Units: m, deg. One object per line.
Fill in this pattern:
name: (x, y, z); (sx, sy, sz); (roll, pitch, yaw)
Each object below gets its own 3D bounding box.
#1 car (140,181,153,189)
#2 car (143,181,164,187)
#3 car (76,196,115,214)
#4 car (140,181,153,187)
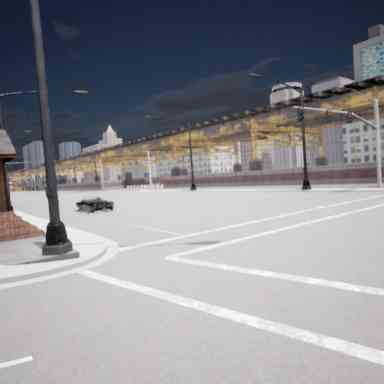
car: (-11.502, -1.825, 84.509); (2.038, 1.542, 4.974); (-4, 3, 8)
car: (-8.793, -1.983, 80.729); (4.536, 1.218, 1.853); (-3, 3, 18)
car: (-8.307, 1.039, 28.415); (1.895, 1.301, 4.718); (-6, 4, -35)
car: (-11.506, -1.985, 84.552); (1.853, 1.218, 4.536); (-4, 3, 8)
